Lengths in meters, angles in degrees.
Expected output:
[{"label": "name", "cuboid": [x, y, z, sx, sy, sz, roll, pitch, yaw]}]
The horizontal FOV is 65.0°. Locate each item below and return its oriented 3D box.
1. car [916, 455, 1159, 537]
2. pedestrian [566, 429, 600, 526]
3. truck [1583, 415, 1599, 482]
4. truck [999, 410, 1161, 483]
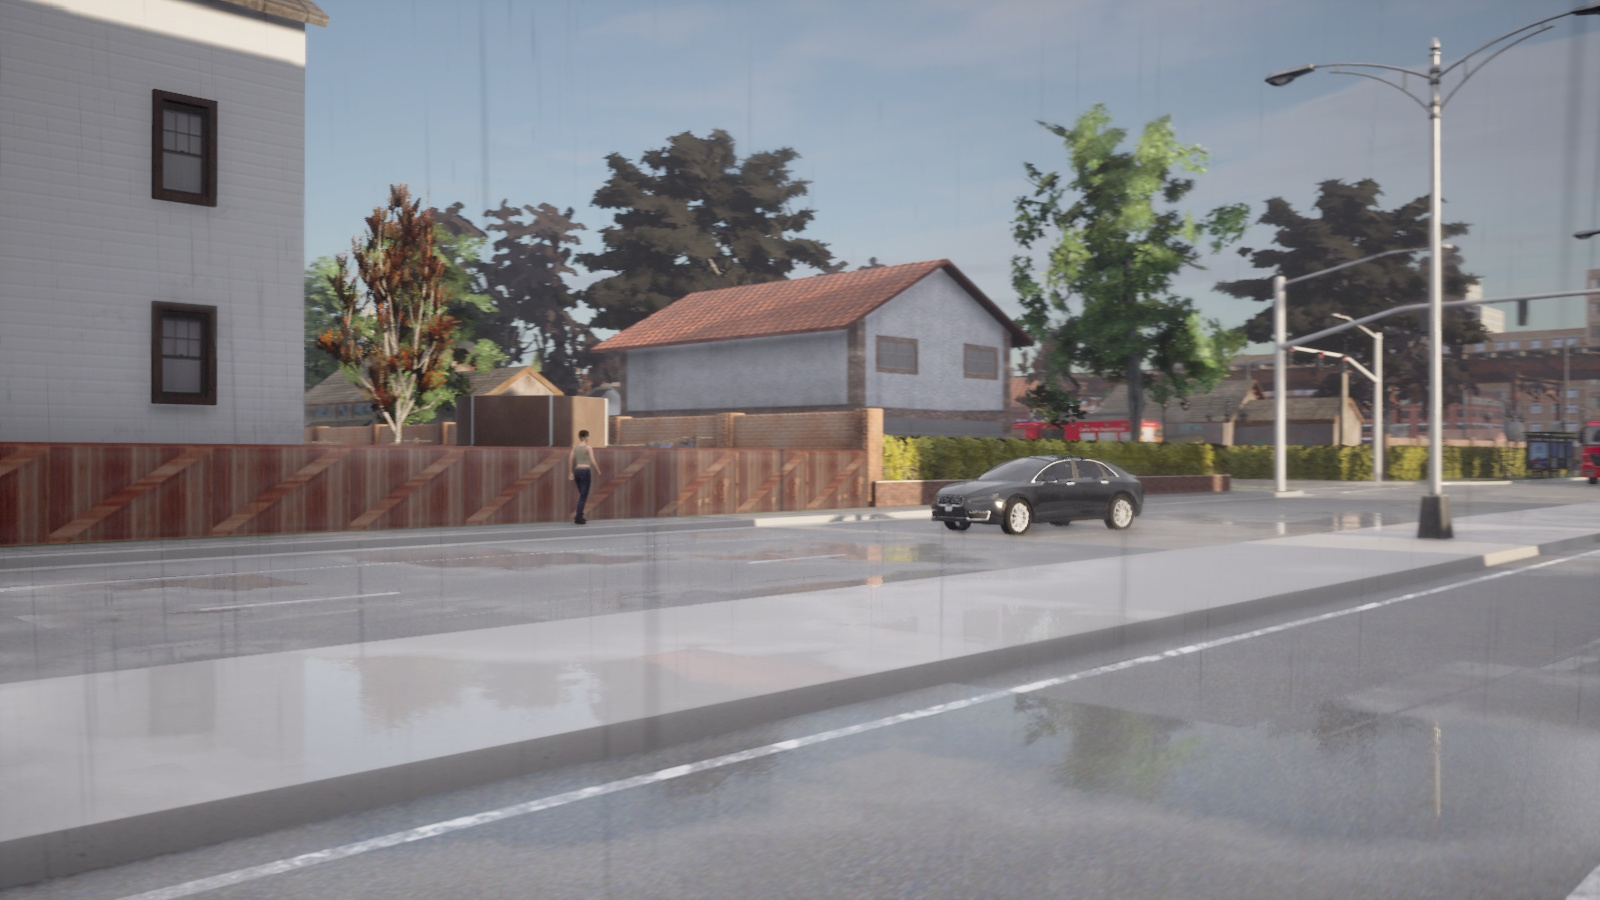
[{"label": "car", "cuboid": [4.800, 0.850, 25.073, 4.892, 1.490, 1.837, 0, -1, -35]}, {"label": "pedestrian", "cuboid": [-4.183, 0.529, 24.226, 0.345, 1.836, 0.594, 0, 0, 29]}, {"label": "truck", "cuboid": [44.643, -0.086, 67.356, 2.891, 3.462, 7.936, 0, 0, 44]}, {"label": "truck", "cuboid": [15.430, -0.151, 69.676, 8.468, 3.827, 2.891, 0, 0, 43]}]
